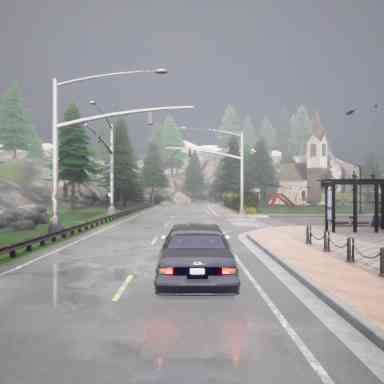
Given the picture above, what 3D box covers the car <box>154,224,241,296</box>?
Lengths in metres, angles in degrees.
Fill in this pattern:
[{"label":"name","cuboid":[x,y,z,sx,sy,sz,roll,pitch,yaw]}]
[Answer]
[{"label":"car","cuboid":[0.100,1.547,8.804,2.033,1.411,5.357,0,0,0]}]
